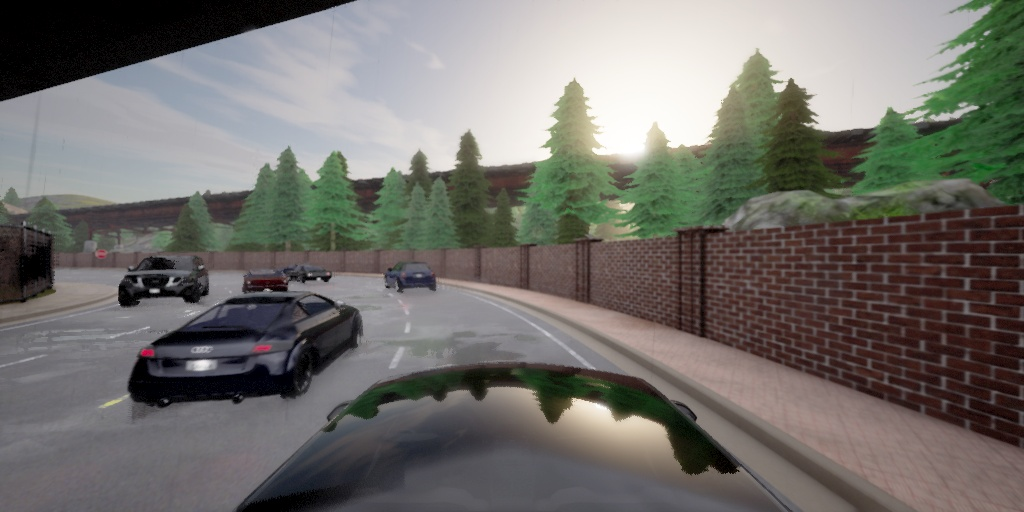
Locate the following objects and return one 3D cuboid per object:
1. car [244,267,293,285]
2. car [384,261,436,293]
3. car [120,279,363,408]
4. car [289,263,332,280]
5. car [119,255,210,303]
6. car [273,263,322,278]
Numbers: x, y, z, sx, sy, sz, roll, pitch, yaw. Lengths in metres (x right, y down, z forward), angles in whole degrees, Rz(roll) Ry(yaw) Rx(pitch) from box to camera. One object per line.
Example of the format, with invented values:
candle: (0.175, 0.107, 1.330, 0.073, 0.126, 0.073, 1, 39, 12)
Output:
car: (-13.104, 1.351, 19.099, 1.895, 1.301, 4.718, 0, 0, -36)
car: (-6.101, 1.096, 21.109, 2.097, 1.767, 4.553, 0, 0, -31)
car: (-4.118, 1.315, 6.390, 1.994, 1.385, 4.181, 0, 0, -9)
car: (-15.474, 1.349, 27.092, 4.718, 1.301, 1.895, 0, 0, 42)
car: (-15.103, 0.975, 15.940, 2.150, 2.045, 5.566, 0, 0, -34)
car: (-20.790, 1.349, 34.774, 4.718, 1.301, 1.895, 0, 0, 27)
